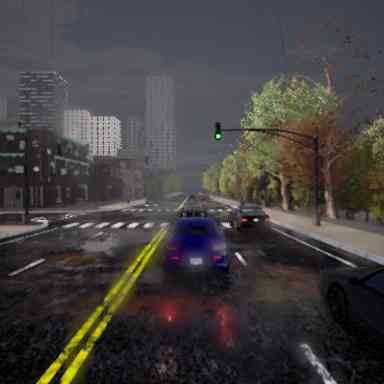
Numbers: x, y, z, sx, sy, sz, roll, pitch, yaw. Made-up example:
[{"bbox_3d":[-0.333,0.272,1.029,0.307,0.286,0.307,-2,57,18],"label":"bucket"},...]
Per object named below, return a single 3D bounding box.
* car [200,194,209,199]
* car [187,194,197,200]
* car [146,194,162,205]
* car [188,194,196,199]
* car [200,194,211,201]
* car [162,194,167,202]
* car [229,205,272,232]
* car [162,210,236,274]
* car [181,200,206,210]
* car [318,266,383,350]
[{"bbox_3d":[3.256,1.168,87.182,2.033,1.411,5.357,0,0,0],"label":"car"},{"bbox_3d":[0.004,1.314,76.764,1.837,1.490,4.892,0,0,0],"label":"car"},{"bbox_3d":[-6.557,1.399,55.550,1.812,1.442,4.674,0,0,0],"label":"car"},{"bbox_3d":[0.006,1.168,87.182,2.033,1.411,5.357,0,0,0],"label":"car"},{"bbox_3d":[3.255,1.366,77.180,1.994,1.385,4.181,0,0,0],"label":"car"},{"bbox_3d":[-6.493,1.193,70.610,2.097,1.767,4.553,0,0,0],"label":"car"},{"bbox_3d":[3.351,1.504,19.884,2.033,1.411,5.357,0,0,0],"label":"car"},{"bbox_3d":[0.105,1.502,10.397,1.812,1.442,4.674,0,0,0],"label":"car"},{"bbox_3d":[0.103,1.547,24.799,1.895,1.301,4.718,0,0,0],"label":"car"},{"bbox_3d":[3.346,1.539,3.960,2.033,1.411,5.357,0,0,0],"label":"car"}]
